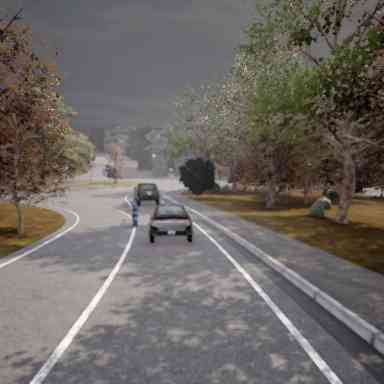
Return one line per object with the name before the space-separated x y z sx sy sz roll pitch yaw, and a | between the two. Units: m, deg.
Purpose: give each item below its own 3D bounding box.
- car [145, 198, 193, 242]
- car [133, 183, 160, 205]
car | -1.045 1.300 15.395 2.128 1.511 4.902 -1 2 -6
car | -4.608 0.074 33.482 2.150 2.045 5.566 -1 5 -14
